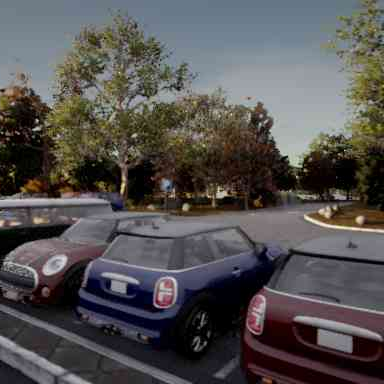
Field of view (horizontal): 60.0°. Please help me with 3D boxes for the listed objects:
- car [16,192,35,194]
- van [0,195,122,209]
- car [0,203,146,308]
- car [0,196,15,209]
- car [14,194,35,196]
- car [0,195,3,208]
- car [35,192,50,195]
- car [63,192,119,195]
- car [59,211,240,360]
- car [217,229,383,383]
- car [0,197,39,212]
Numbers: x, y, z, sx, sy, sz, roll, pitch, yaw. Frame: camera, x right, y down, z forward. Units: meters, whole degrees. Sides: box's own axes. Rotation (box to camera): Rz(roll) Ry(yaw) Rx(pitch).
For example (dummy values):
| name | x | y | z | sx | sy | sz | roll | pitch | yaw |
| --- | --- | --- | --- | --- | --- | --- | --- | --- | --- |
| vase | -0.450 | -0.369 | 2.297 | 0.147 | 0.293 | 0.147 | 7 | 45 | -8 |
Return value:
| name | x | y | z | sx | sy | sz | roll | pitch | yaw |
| --- | --- | --- | --- | --- | --- | --- | --- | --- | --- |
| car | -17.489 | 1.016 | 34.944 | 2.435 | 2.045 | 5.566 | 0 | 0 | 35 |
| van | -4.404 | 1.193 | 9.502 | 1.878 | 1.987 | 4.442 | 0 | 0 | 35 |
| car | -2.034 | 1.311 | 8.000 | 2.185 | 1.767 | 4.553 | 0 | 0 | 35 |
| car | -24.287 | 1.239 | 39.799 | 2.097 | 1.535 | 5.008 | 0 | 0 | 35 |
| car | -15.204 | 1.280 | 33.350 | 2.097 | 1.535 | 5.008 | 0 | 0 | 35 |
| car | -26.663 | 1.227 | 41.266 | 1.946 | 1.575 | 5.366 | 0 | 0 | 35 |
| car | -10.677 | 1.059 | 30.106 | 2.435 | 2.045 | 5.566 | 0 | 0 | 35 |
| car | -8.506 | 1.076 | 28.565 | 2.435 | 2.045 | 5.566 | 0 | 0 | 35 |
| car | 0.216 | 1.329 | 6.326 | 2.185 | 1.767 | 4.553 | 0 | 0 | 35 |
| car | 2.501 | 1.347 | 4.703 | 2.185 | 1.767 | 4.553 | 0 | 0 | 35 |
| car | -19.726 | 1.286 | 36.602 | 2.163 | 1.488 | 4.792 | 0 | 0 | 35 |
